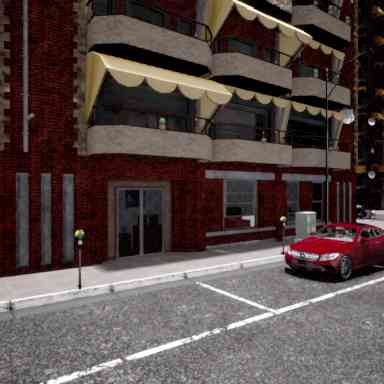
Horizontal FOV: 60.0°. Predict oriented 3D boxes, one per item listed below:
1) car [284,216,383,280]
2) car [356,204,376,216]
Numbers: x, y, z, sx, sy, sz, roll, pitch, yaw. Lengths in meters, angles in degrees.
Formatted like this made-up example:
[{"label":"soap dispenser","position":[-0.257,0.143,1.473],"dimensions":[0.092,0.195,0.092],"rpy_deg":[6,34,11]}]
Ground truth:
[{"label":"car","position":[4.569,1.582,9.867],"dimensions":[4.206,1.307,1.802],"rpy_deg":[0,0,-35]},{"label":"car","position":[15.520,1.806,32.910],"dimensions":[2.128,1.511,4.902],"rpy_deg":[0,-1,-36]}]
